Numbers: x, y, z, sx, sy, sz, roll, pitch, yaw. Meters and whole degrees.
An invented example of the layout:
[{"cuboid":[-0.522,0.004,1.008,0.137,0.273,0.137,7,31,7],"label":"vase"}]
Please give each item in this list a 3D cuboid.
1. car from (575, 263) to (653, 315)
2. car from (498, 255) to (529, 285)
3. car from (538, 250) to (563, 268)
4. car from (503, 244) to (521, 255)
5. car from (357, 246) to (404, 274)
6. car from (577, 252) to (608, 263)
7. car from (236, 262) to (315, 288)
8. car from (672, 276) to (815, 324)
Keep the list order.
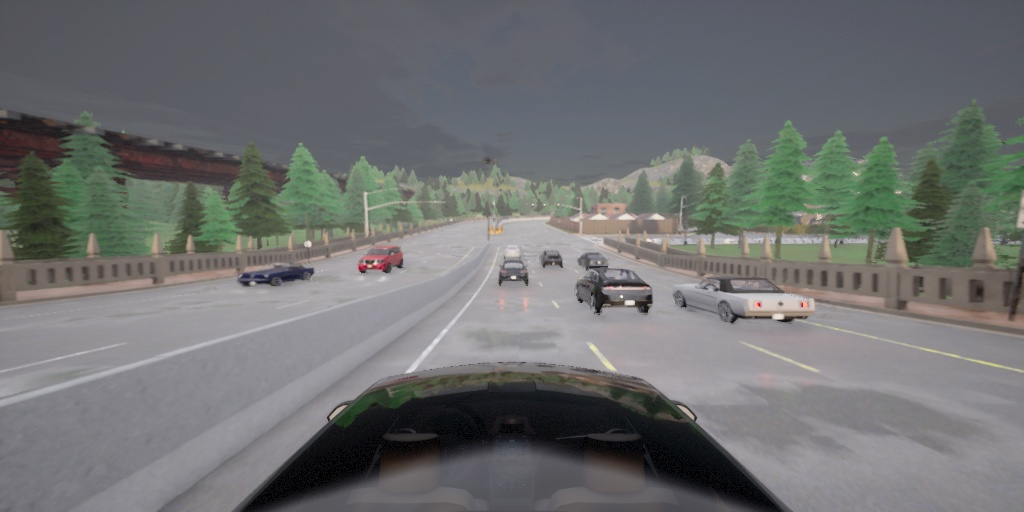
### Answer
[{"cuboid":[3.595,1.190,13.363,2.128,1.511,4.902,0,1,0],"label":"car"},{"cuboid":[0.091,0.948,22.701,1.812,1.442,4.674,0,3,0],"label":"car"},{"cuboid":[3.566,0.180,33.181,1.837,1.490,4.892,0,5,0],"label":"car"},{"cuboid":[0.030,-0.573,40.253,1.812,1.442,4.674,0,7,0],"label":"car"},{"cuboid":[-10.529,0.232,29.268,2.150,2.045,5.566,0,4,0],"label":"car"},{"cuboid":[7.080,0.360,31.645,2.033,1.411,5.357,0,5,0],"label":"car"},{"cuboid":[-14.085,1.072,21.678,1.895,1.301,4.718,0,3,0],"label":"car"},{"cuboid":[7.095,1.311,11.763,1.895,1.301,4.718,0,0,0],"label":"car"}]
